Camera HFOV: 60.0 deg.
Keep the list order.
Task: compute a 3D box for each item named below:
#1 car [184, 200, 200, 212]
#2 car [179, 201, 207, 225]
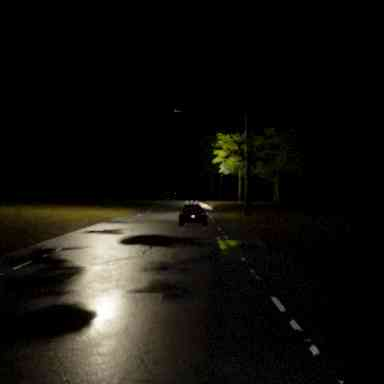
[{"bbox_3d":[-0.023,1.734,41.807,1.895,1.301,4.718,0,0,-1],"label":"car"},{"bbox_3d":[0.070,1.629,24.458,1.994,1.385,4.181,0,0,0],"label":"car"}]
